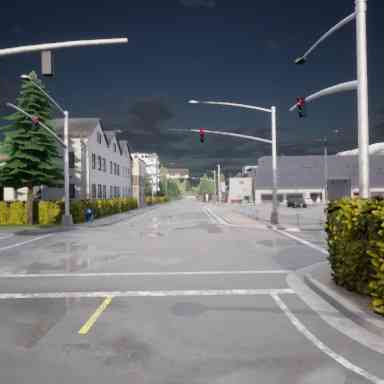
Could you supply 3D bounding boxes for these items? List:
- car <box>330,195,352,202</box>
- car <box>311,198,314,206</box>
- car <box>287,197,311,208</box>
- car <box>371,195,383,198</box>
[{"bbox_3d":[25.484,1.398,56.548,2.152,1.636,5.027,-1,-1,0],"label":"car"},{"bbox_3d":[19.070,1.572,56.208,1.970,1.475,3.806,-1,-1,0],"label":"car"},{"bbox_3d":[15.425,1.628,49.149,2.007,1.523,4.514,-1,-1,0],"label":"car"},{"bbox_3d":[19.117,1.183,31.282,1.905,1.878,3.866,-1,-1,0],"label":"car"}]
